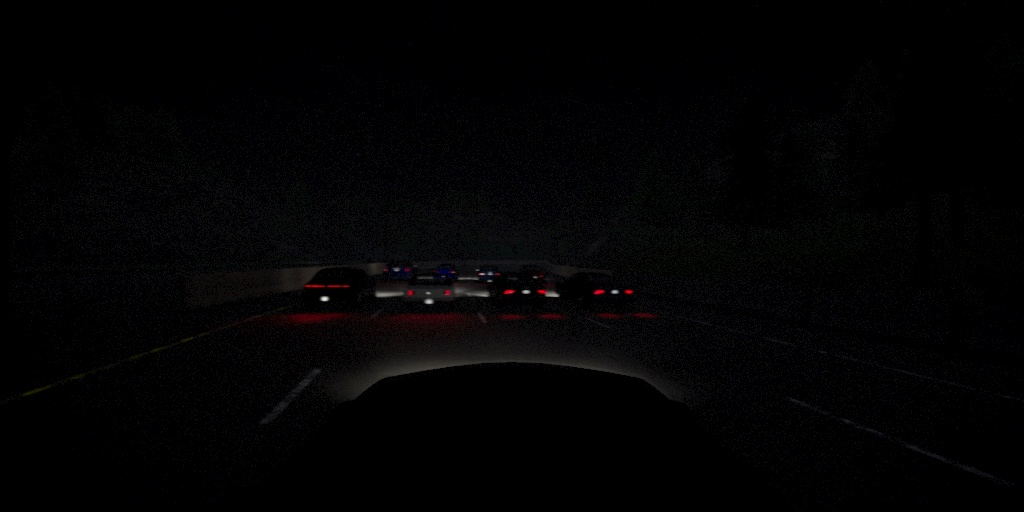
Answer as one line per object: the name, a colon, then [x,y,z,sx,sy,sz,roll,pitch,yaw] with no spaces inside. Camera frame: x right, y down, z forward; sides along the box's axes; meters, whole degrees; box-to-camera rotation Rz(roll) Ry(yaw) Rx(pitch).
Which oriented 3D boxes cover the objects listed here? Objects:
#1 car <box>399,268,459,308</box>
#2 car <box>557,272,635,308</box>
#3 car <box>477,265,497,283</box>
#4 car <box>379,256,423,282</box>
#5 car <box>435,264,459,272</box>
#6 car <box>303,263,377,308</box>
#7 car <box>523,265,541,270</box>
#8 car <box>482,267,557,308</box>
car: [-3.385,1.368,15.162,1.895,1.301,4.718,1,0,-10]
car: [3.521,1.448,16.295,2.033,1.411,5.357,1,0,-10]
car: [-1.900,1.427,29.604,2.033,1.411,5.357,1,0,-6]
car: [-8.863,1.099,28.972,2.097,1.767,4.553,1,-1,-6]
car: [-5.412,1.342,29.649,1.812,1.442,4.674,1,0,-5]
car: [-6.856,1.209,14.730,1.837,1.490,4.892,1,0,-10]
car: [1.551,1.473,30.348,1.812,1.442,4.674,1,0,-5]
car: [0.078,1.381,15.671,2.033,1.411,5.357,1,0,-10]
